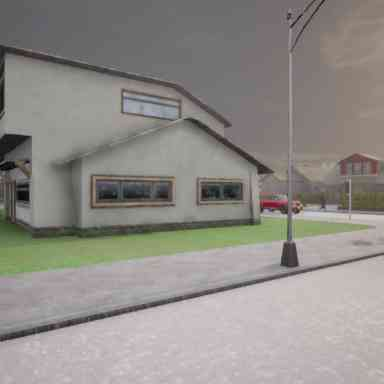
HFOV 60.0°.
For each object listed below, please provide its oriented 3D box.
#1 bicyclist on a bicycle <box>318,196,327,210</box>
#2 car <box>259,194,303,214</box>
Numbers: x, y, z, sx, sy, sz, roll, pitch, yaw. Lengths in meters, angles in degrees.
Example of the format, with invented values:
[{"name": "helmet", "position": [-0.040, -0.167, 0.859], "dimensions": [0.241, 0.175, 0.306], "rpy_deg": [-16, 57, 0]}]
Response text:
[{"name": "bicyclist on a bicycle", "position": [15.828, 1.349, 40.329], "dimensions": [1.656, 1.620, 0.582], "rpy_deg": [0, 0, -35]}, {"name": "car", "position": [9.038, 1.222, 35.391], "dimensions": [2.150, 2.045, 5.566], "rpy_deg": [0, 0, -35]}]
